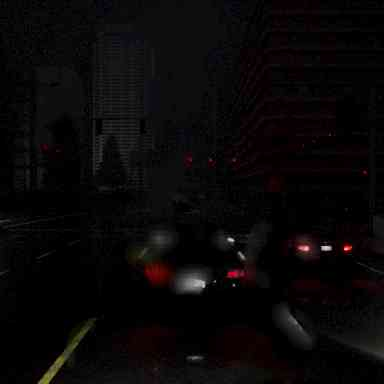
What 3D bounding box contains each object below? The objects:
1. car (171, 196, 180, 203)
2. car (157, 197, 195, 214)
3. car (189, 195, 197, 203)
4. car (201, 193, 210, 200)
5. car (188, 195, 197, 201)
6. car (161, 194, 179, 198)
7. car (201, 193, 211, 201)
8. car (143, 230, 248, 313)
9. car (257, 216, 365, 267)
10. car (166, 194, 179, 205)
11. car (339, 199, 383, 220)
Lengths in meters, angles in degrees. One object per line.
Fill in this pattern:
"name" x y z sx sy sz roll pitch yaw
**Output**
"car" -3.455 1.524 70.608 1.812 1.442 4.674 0 0 0
"car" -1.832 1.545 34.779 1.994 1.385 4.181 0 0 31
"car" 0.072 1.501 71.051 1.837 1.490 4.892 0 0 0
"car" 3.557 1.207 90.422 2.150 2.045 5.566 0 0 0
"car" 0.052 1.534 81.396 2.033 1.411 5.357 0 0 0
"car" -3.563 1.491 50.704 2.128 1.511 4.902 0 0 0
"car" 3.551 1.493 80.538 1.837 1.490 4.892 0 0 0
"car" 0.074 1.564 7.757 1.994 1.385 4.181 0 0 0
"car" 3.596 1.547 11.377 2.033 1.411 5.357 0 0 0
"car" -3.532 1.352 60.629 2.097 1.767 4.553 0 0 0
"car" 13.290 1.295 24.354 4.553 1.767 2.097 0 0 -6
